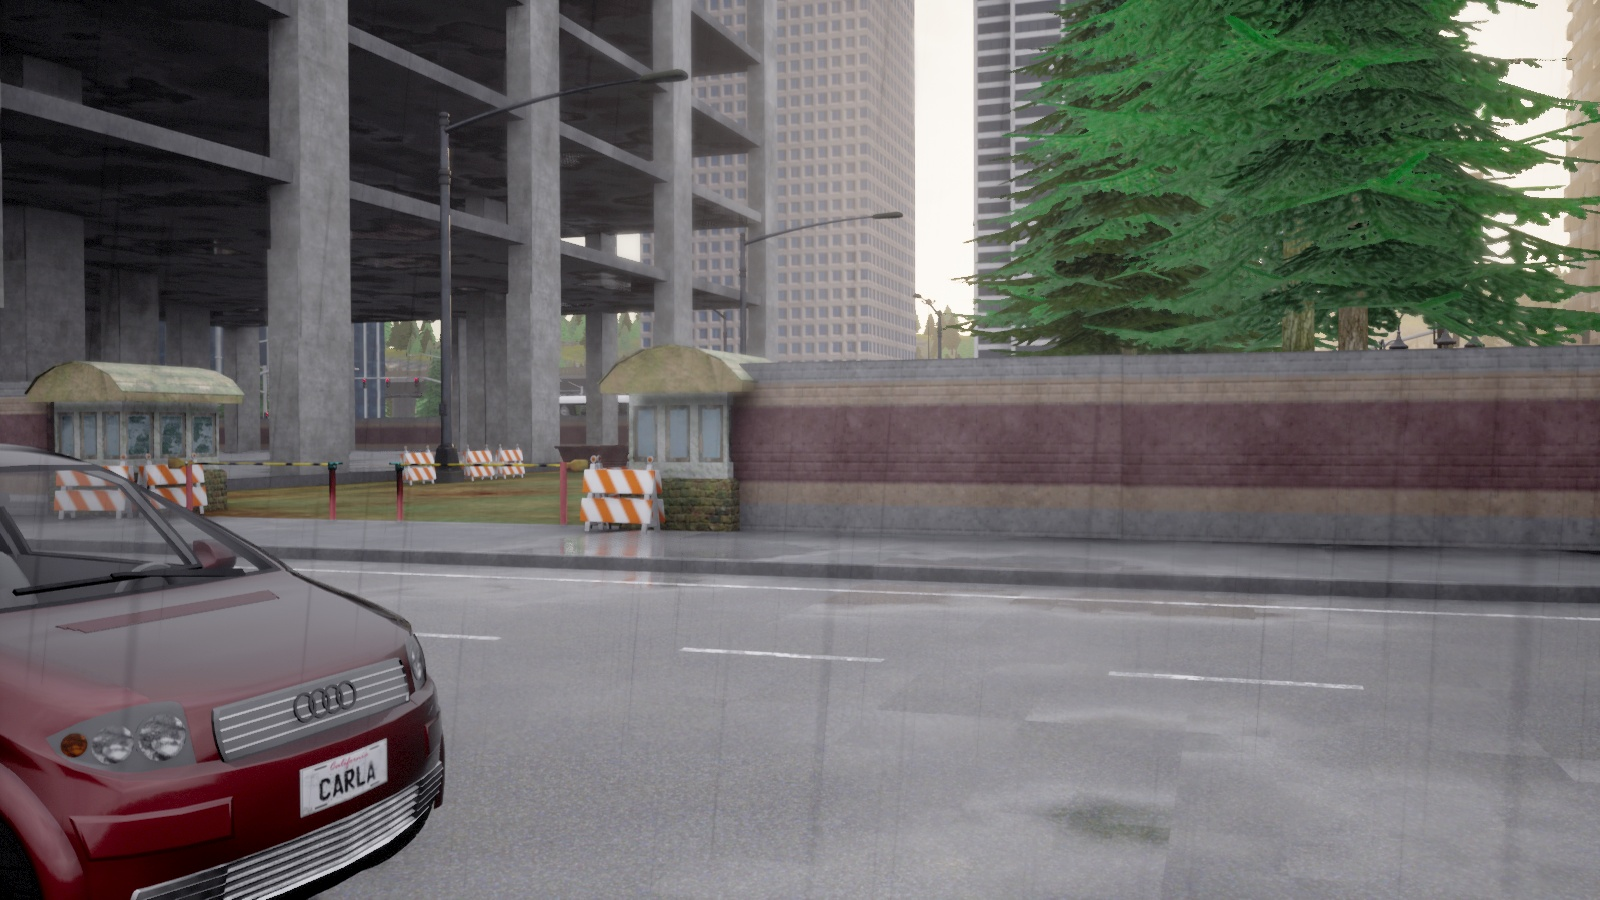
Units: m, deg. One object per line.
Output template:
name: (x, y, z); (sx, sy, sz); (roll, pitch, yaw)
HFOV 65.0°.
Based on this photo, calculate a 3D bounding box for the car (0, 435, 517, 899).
car: (-3.053, 0.727, 4.219); (3.705, 1.549, 1.789); (0, 1, 19)

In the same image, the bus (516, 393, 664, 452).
bus: (-15.684, -2.044, 93.757); (10.273, 4.253, 3.944); (1, 1, 19)
